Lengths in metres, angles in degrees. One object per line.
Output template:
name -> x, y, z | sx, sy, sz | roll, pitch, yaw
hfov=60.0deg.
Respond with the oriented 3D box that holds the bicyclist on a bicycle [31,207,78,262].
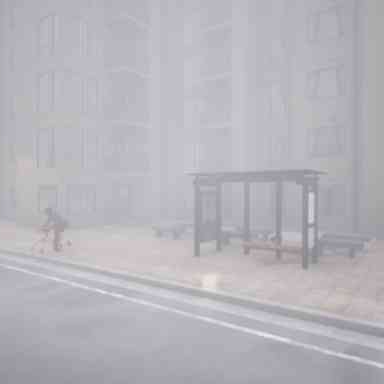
bicyclist on a bicycle -> -4.337, 1.290, 10.542 | 0.582, 1.620, 1.656 | 0, 5, 35
